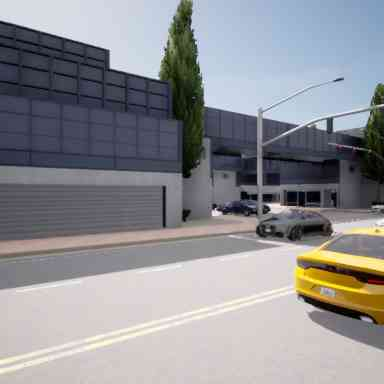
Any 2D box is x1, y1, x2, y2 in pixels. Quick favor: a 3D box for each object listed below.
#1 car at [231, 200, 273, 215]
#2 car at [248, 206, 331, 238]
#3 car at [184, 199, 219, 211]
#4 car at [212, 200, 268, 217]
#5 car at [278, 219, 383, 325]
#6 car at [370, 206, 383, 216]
[{"bbox_3d":[6.374,1.564,35.615,1.994,1.385,4.181,0,0,-37],"label":"car"},{"bbox_3d":[5.076,1.564,16.393,4.181,1.385,1.994,0,0,-37],"label":"car"},{"bbox_3d":[1.140,1.601,42.599,1.895,1.301,4.718,0,0,-37],"label":"car"},{"bbox_3d":[4.650,1.547,32.080,2.033,1.411,5.357,0,0,-37],"label":"car"},{"bbox_3d":[4.221,1.478,6.856,5.008,1.535,1.882,0,0,-36],"label":"car"},{"bbox_3d":[10.649,1.525,16.186,4.674,1.442,1.812,0,0,-37],"label":"car"}]
